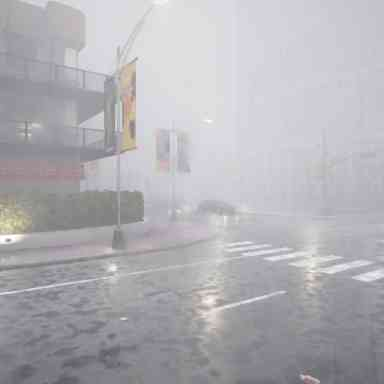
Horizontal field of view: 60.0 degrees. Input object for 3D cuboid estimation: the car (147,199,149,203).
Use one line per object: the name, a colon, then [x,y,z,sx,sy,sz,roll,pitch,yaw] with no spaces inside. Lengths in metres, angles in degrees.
car: [-6.023,1.491,59.267,4.902,1.511,2.128,0,0,42]

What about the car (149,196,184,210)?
car: [-3.324,1.564,42.115,1.994,1.385,4.181,0,0,-35]

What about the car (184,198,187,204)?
car: [-2.419,1.547,62.047,2.033,1.411,5.357,0,0,-19]

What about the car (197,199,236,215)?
car: [2.451,1.505,33.846,1.837,1.490,4.892,0,0,-35]
